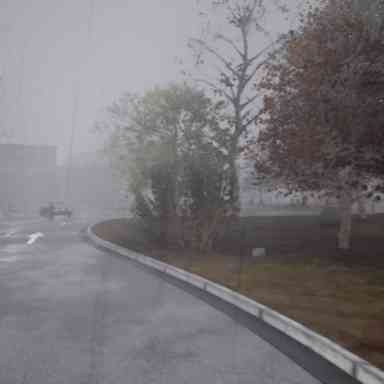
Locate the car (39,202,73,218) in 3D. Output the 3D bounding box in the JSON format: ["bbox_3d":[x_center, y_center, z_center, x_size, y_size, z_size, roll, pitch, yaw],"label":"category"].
[{"bbox_3d":[-12.864,1.654,31.244,2.033,1.411,5.357,-1,0,-38],"label":"car"}]
